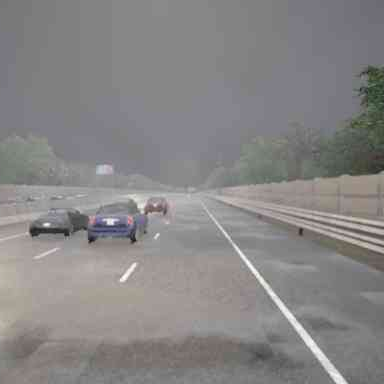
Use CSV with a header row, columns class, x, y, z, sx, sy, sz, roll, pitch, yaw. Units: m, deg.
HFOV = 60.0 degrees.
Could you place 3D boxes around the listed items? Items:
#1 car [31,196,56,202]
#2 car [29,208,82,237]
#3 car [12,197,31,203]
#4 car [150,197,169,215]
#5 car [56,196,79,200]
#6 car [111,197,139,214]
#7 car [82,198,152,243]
class,x,y,z,sx,sy,sz,roll,pitch,yaw
car,-21.070,1.331,48.605,1.882,1.535,5.008,0,0,0
car,-6.898,1.514,17.788,1.994,1.385,4.181,0,0,0
car,-24.564,1.416,48.764,1.994,1.385,4.181,0,0,0
car,-3.396,1.256,32.863,2.097,1.767,4.553,0,0,0
car,-17.572,1.380,48.234,1.812,1.442,4.674,0,0,0
car,-6.897,1.376,34.673,1.882,1.535,5.008,0,0,0
car,-3.400,1.307,16.000,2.097,1.767,4.553,0,0,0
